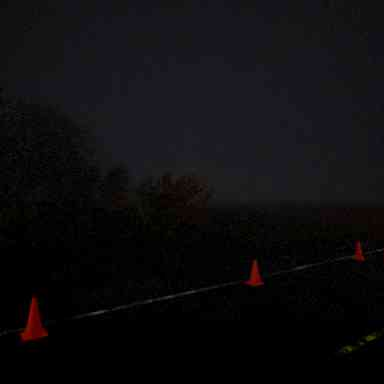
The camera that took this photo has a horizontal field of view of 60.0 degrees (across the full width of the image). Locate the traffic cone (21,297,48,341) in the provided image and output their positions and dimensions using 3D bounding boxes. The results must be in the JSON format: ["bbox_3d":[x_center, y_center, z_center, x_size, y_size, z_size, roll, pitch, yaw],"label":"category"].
[{"bbox_3d":[-2.478,1.956,5.232,0.340,0.580,0.340,0,0,-36],"label":"traffic cone"}]

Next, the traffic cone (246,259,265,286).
[{"bbox_3d":[1.553,1.946,8.150,0.340,0.580,0.340,0,0,-36],"label":"traffic cone"}]

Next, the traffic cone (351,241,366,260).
[{"bbox_3d":[5.561,1.937,11.099,0.340,0.580,0.340,0,0,-37],"label":"traffic cone"}]
